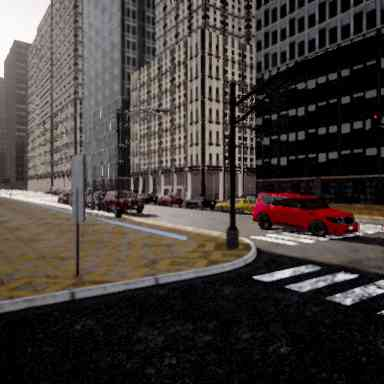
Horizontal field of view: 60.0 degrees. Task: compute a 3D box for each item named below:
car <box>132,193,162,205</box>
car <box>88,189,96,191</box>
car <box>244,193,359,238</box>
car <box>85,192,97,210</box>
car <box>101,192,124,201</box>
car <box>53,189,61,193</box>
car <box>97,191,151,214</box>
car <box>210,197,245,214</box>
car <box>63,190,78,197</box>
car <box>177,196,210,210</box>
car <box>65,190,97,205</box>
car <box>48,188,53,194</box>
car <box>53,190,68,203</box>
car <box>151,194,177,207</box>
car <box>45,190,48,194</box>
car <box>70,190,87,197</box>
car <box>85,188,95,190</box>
[{"bbox_3d":[-5.844,0.860,42.902,1.947,1.339,4.313,1,0,-36],"label":"car"},{"bbox_3d":[-10.810,0.756,40.034,1.882,1.535,5.008,0,1,-36],"label":"car"},{"bbox_3d":[5.652,1.143,17.389,2.150,2.045,5.566,0,3,-36],"label":"car"},{"bbox_3d":[-9.312,0.988,33.422,1.947,1.339,4.313,1,0,-36],"label":"car"},{"bbox_3d":[-12.453,0.649,51.993,1.947,1.339,4.313,1,0,-36],"label":"car"},{"bbox_3d":[-28.975,0.101,74.720,1.887,1.381,4.507,1,0,-36],"label":"car"},{"bbox_3d":[-6.002,0.843,28.875,2.192,1.841,5.009,1,0,-36],"label":"car"},{"bbox_3d":[4.039,1.135,29.458,1.752,1.417,4.829,1,0,-36],"label":"car"},{"bbox_3d":[-25.670,0.212,70.174,2.008,1.369,4.403,1,0,-36],"label":"car"},{"bbox_3d":[0.765,1.072,33.811,1.947,1.339,4.313,1,0,-36],"label":"car"},{"bbox_3d":[-12.616,0.861,37.966,1.887,1.381,4.507,1,0,-36],"label":"car"},{"bbox_3d":[-32.277,-0.108,79.265,1.967,1.590,4.097,1,0,-36],"label":"car"},{"bbox_3d":[-15.921,0.792,42.511,1.802,1.307,4.206,1,0,-36],"label":"car"},{"bbox_3d":[-2.540,0.982,38.356,1.802,1.307,4.206,1,0,-36],"label":"car"},{"bbox_3d":[-35.581,-0.213,83.810,1.967,1.590,4.097,1,0,-36],"label":"car"},{"bbox_3d":[-22.465,0.289,65.767,1.752,1.417,4.829,1,0,-36],"label":"car"},{"bbox_3d":[-19.056,0.187,61.082,2.192,1.841,5.009,1,0,-36],"label":"car"}]
